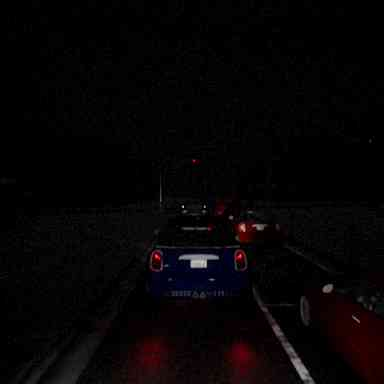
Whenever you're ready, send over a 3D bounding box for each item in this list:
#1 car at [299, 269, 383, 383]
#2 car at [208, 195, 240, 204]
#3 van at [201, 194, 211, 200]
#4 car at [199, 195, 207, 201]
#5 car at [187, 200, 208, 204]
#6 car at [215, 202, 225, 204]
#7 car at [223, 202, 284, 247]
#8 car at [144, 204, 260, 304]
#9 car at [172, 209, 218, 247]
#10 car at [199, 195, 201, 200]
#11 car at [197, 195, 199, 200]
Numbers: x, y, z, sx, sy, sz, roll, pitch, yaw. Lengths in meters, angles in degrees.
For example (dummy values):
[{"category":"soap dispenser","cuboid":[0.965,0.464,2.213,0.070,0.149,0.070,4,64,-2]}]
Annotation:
[{"category":"car","cuboid":[2.638,1.578,4.005,1.802,1.307,4.206,-1,0,0]},{"category":"car","cuboid":[2.678,1.301,25.614,2.192,1.841,5.009,-1,0,0]},{"category":"van","cuboid":[2.731,1.337,51.976,1.690,1.788,3.998,-1,0,0]},{"category":"car","cuboid":[2.799,1.590,84.414,1.887,1.381,4.507,-1,0,0]},{"category":"car","cuboid":[0.155,1.549,25.911,1.994,1.385,4.181,0,0,-1]},{"category":"car","cuboid":[2.670,1.552,20.212,1.947,1.339,4.313,-1,0,0]},{"category":"car","cuboid":[2.658,1.428,14.810,1.967,1.590,4.097,-1,0,0]},{"category":"car","cuboid":[0.092,1.344,8.269,2.097,1.767,4.553,0,0,-1]},{"category":"car","cuboid":[0.127,1.589,15.899,1.895,1.301,4.718,0,0,0]},{"category":"car","cuboid":[2.742,1.316,57.382,2.192,1.841,5.009,-1,0,0]},{"category":"car","cuboid":[2.789,1.585,79.008,2.008,1.369,4.403,-1,0,0]}]
